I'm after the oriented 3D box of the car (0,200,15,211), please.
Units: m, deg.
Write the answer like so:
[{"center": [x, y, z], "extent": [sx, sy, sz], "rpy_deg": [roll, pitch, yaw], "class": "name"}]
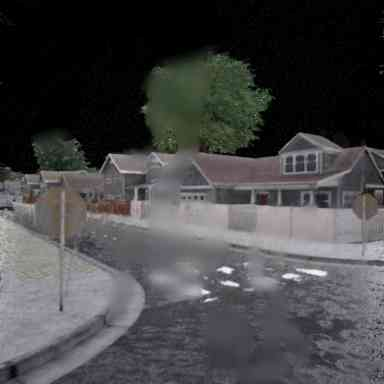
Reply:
[{"center": [-24.246, 1.753, 42.893], "extent": [2.033, 1.411, 5.357], "rpy_deg": [1, -1, -36], "class": "car"}]
